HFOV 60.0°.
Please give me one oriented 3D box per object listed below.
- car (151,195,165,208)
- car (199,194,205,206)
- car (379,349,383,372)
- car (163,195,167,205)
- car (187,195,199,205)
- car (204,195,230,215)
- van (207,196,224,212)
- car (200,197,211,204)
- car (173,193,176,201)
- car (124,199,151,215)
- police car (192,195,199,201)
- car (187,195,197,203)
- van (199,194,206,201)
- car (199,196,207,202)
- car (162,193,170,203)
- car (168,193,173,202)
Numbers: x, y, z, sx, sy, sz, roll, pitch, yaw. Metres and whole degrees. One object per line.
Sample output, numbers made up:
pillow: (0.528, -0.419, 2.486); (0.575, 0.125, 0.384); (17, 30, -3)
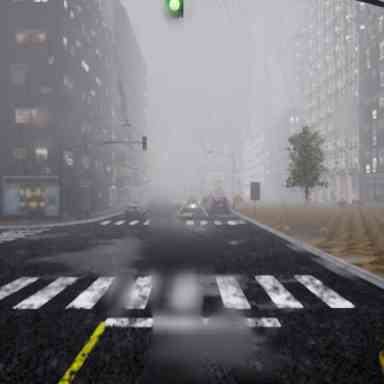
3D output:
car: (-5.696, 1.614, 50.161); (2.008, 1.369, 4.403); (0, 0, 0)
car: (2.682, 1.390, 55.688); (2.192, 1.841, 5.009); (0, 0, 0)
car: (2.686, 1.526, 1.339); (1.752, 1.417, 4.829); (0, 0, 0)
car: (-5.697, 1.620, 55.687); (1.887, 1.381, 4.507); (0, 0, 0)
car: (0.099, 1.596, 62.670); (1.837, 1.490, 4.892); (0, 0, 0)
car: (2.684, 1.349, 33.582); (2.192, 1.841, 5.009); (0, 0, 0)
van: (2.683, 1.383, 39.108); (1.690, 1.788, 3.998); (0, 0, 0)
car: (2.683, 1.645, 66.742); (1.887, 1.381, 4.507); (0, 0, 0)
car: (-5.698, 1.667, 83.151); (1.752, 1.417, 4.829); (0, 0, 0)
car: (-5.695, 1.585, 33.581); (2.008, 1.369, 4.403); (0, 0, 0)
police car: (0.897, 1.592, 91.956); (1.930, 1.638, 5.238); (0, 0, 0)
car: (-0.004, 1.470, 72.746); (2.097, 1.767, 4.553); (0, 0, 0)
van: (2.681, 1.498, 88.848); (1.690, 1.788, 3.998); (0, 0, 0)
car: (2.682, 1.667, 83.491); (1.752, 1.417, 4.829); (0, 0, 0)
car: (-5.698, 1.528, 61.215); (1.967, 1.590, 4.097); (0, 0, 0)
car: (-5.699, 1.554, 72.268); (1.967, 1.590, 4.097); (0, 0, 0)
